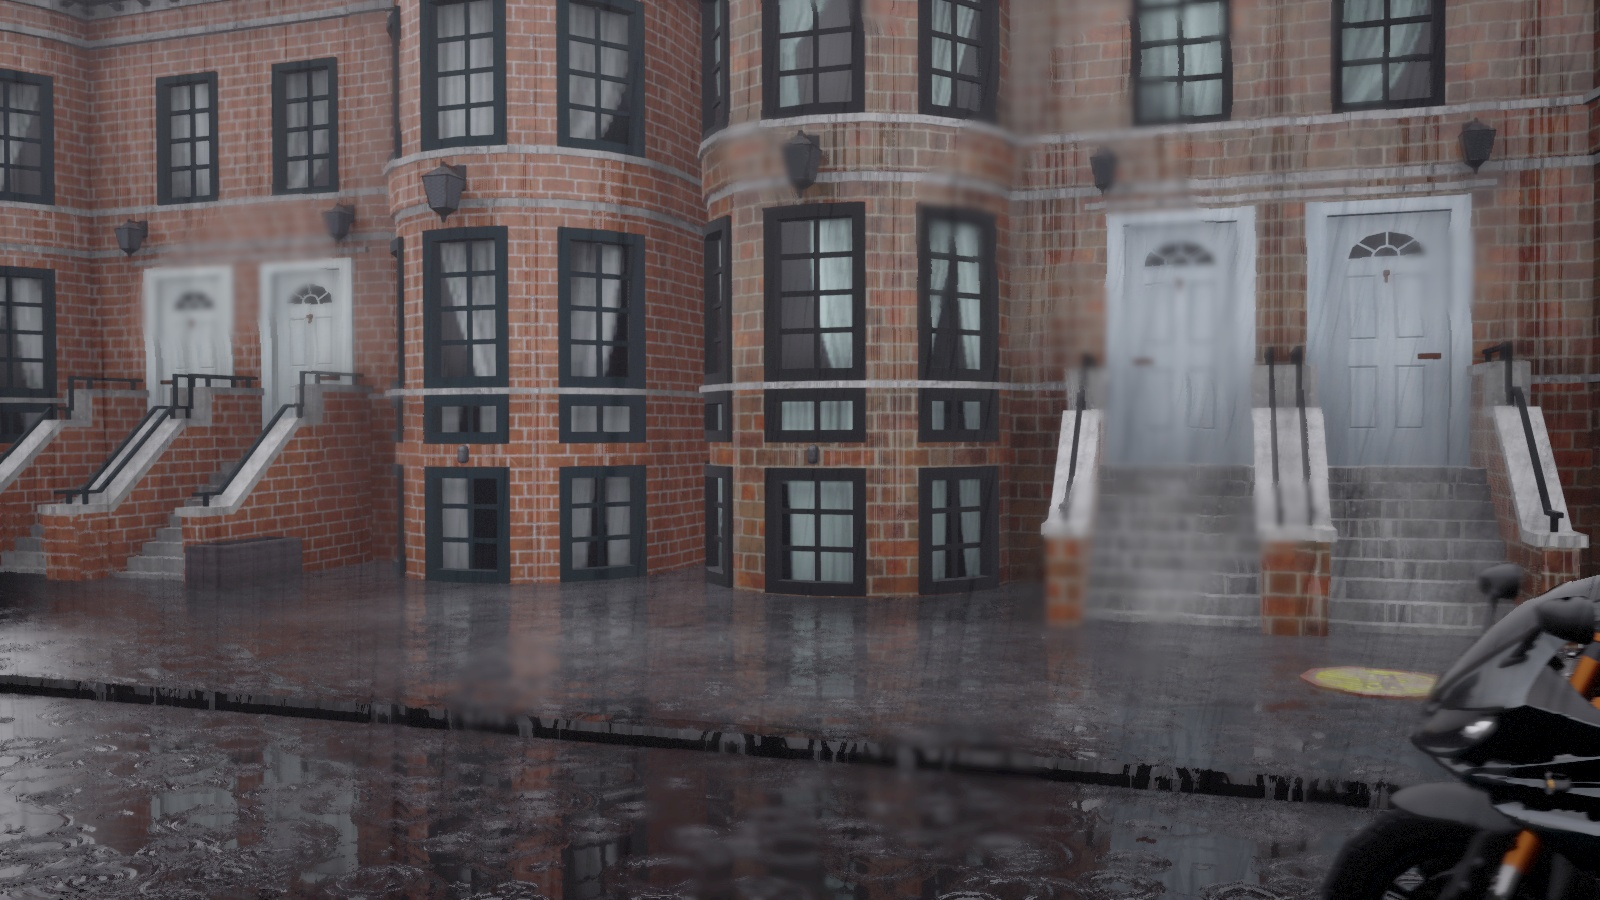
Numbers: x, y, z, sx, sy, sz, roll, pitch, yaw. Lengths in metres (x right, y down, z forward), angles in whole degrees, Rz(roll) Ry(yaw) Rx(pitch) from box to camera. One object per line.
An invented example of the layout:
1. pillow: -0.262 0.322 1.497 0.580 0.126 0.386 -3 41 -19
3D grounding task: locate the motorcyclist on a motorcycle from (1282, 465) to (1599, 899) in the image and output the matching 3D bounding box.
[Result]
1. motorcyclist on a motorcycle: 2.325 0.823 2.939 2.191 1.530 0.866 1 1 19
